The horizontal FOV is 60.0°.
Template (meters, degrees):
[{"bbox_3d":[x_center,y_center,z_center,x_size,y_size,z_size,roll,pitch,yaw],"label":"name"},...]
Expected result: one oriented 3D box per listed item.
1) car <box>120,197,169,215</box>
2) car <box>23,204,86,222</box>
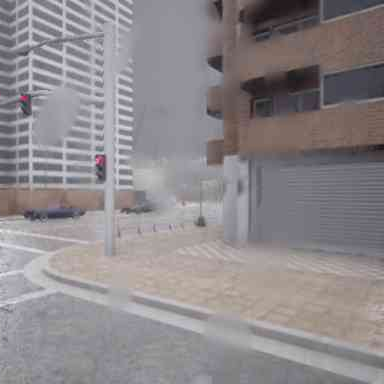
[{"bbox_3d":[-5.235,1.630,36.013,2.033,1.411,5.357,0,0,35],"label":"car"},{"bbox_3d":[-11.288,1.683,27.482,1.895,1.301,4.718,0,0,35],"label":"car"}]
